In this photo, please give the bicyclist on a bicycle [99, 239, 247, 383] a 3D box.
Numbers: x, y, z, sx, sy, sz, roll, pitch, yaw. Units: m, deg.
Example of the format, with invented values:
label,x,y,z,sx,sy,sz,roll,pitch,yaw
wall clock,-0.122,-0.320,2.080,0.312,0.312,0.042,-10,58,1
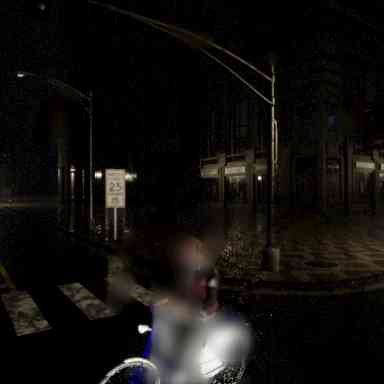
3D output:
label,x,y,z,sx,sy,sz,roll,pitch,yaw
bicyclist on a bicycle,-0.135,1.363,3.307,1.843,1.776,0.659,1,0,-35
